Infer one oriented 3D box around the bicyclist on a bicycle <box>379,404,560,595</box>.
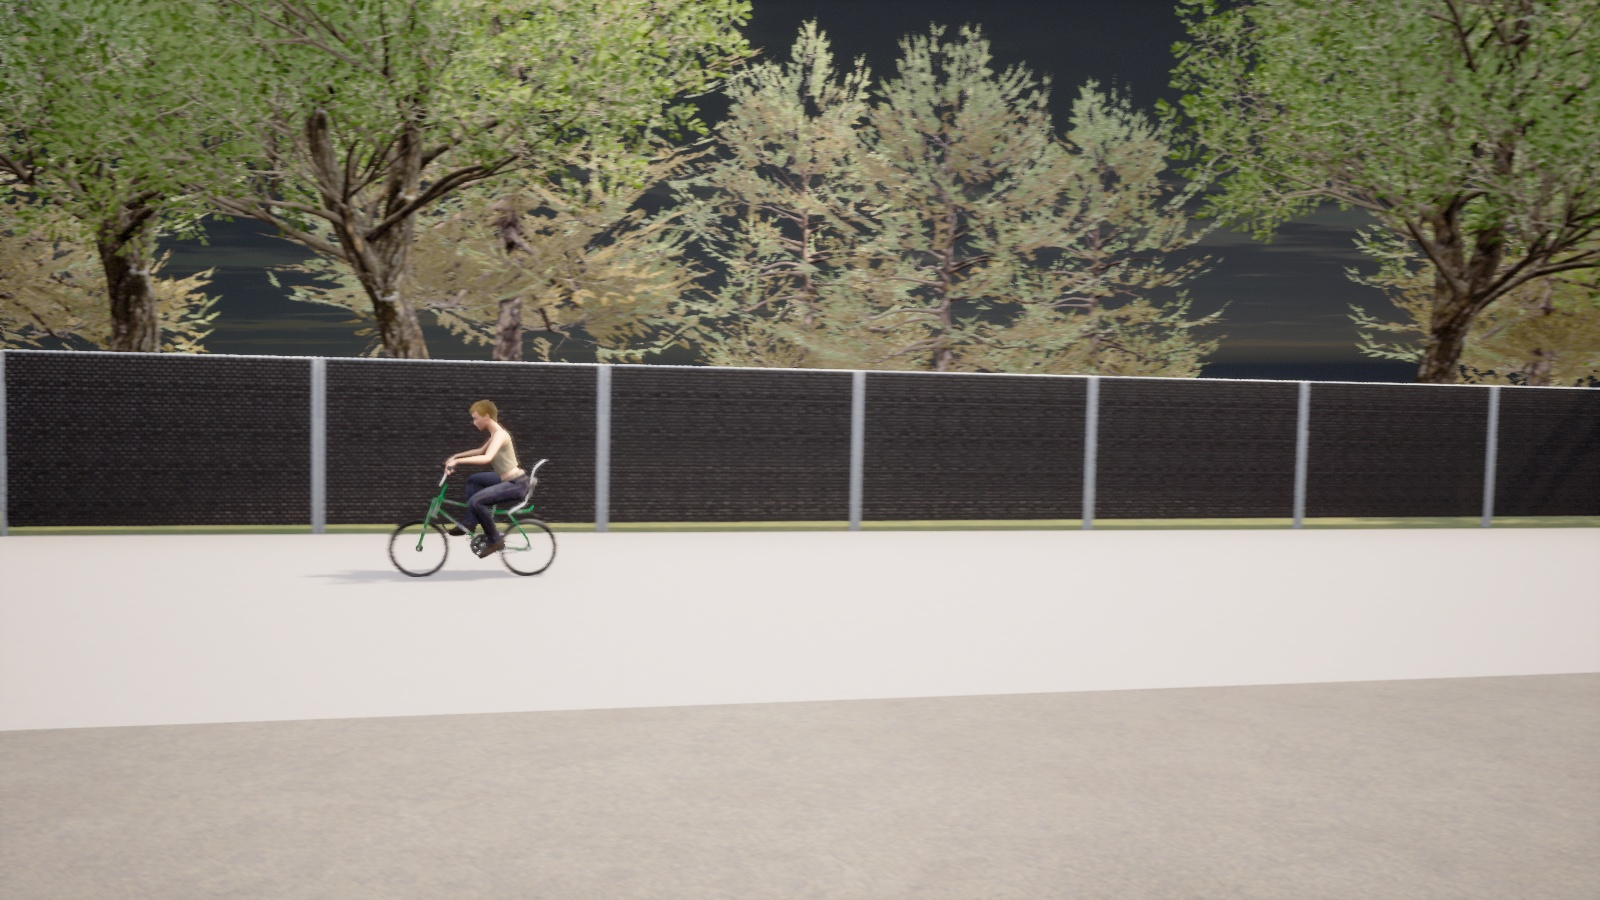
[{"bbox_3d":[-2.952,0.406,11.324,1.509,1.612,0.866,0,4,-13],"label":"bicyclist on a bicycle"}]
